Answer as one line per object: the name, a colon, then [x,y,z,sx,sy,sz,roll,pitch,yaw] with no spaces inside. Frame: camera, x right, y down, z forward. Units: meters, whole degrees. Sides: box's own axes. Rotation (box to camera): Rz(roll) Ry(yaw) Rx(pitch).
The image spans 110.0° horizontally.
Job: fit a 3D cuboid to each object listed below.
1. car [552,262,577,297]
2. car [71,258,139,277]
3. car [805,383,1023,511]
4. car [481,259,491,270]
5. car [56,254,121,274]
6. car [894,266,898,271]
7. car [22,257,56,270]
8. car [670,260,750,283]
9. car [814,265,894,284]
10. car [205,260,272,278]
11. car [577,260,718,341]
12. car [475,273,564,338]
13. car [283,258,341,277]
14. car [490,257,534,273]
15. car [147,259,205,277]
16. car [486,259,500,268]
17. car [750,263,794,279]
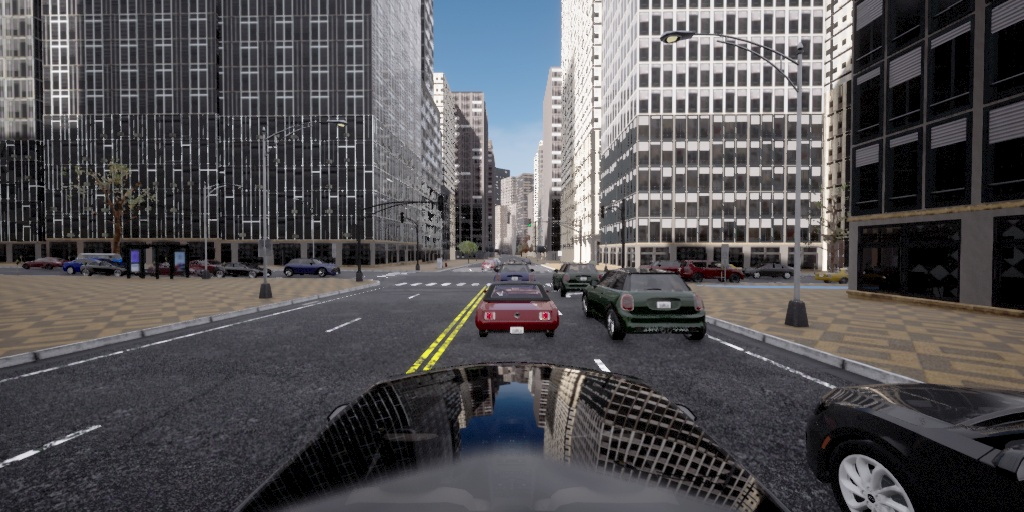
car: [3.379,1.092,19.076,2.097,1.767,4.553,0,0,0]
car: [-34.045,1.069,30.527,4.313,1.339,1.948,0,0,1]
car: [3.341,1.255,0.953,1.837,1.490,4.892,0,0,0]
car: [-3.241,1.241,50.572,1.812,1.442,4.674,0,0,0]
car: [-38.432,0.898,33.260,5.008,1.535,1.882,1,1,2]
car: [33.160,1.685,29.276,4.207,1.307,1.802,0,0,1]
car: [-50.902,0.793,39.335,4.207,1.307,1.802,0,0,1]
car: [16.243,1.269,29.599,5.009,1.841,2.192,0,0,1]
car: [27.691,1.579,29.380,4.829,1.417,1.751,0,0,1]
car: [-22.681,1.174,30.199,4.313,1.339,1.948,0,0,1]
car: [3.356,1.098,10.039,2.097,1.767,4.553,0,0,0]
car: [0.112,1.347,10.134,1.895,1.301,4.718,0,0,0]
car: [-18.178,0.957,32.770,4.553,1.767,2.097,1,1,2]
car: [0.130,1.092,19.233,2.097,1.767,4.553,0,0,0]
car: [-28.365,1.138,30.343,4.207,1.307,1.802,0,0,1]
car: [-3.217,1.251,60.260,2.033,1.411,5.357,0,0,0]
car: [24.960,1.442,35.207,4.892,1.490,1.837,0,1,1]
